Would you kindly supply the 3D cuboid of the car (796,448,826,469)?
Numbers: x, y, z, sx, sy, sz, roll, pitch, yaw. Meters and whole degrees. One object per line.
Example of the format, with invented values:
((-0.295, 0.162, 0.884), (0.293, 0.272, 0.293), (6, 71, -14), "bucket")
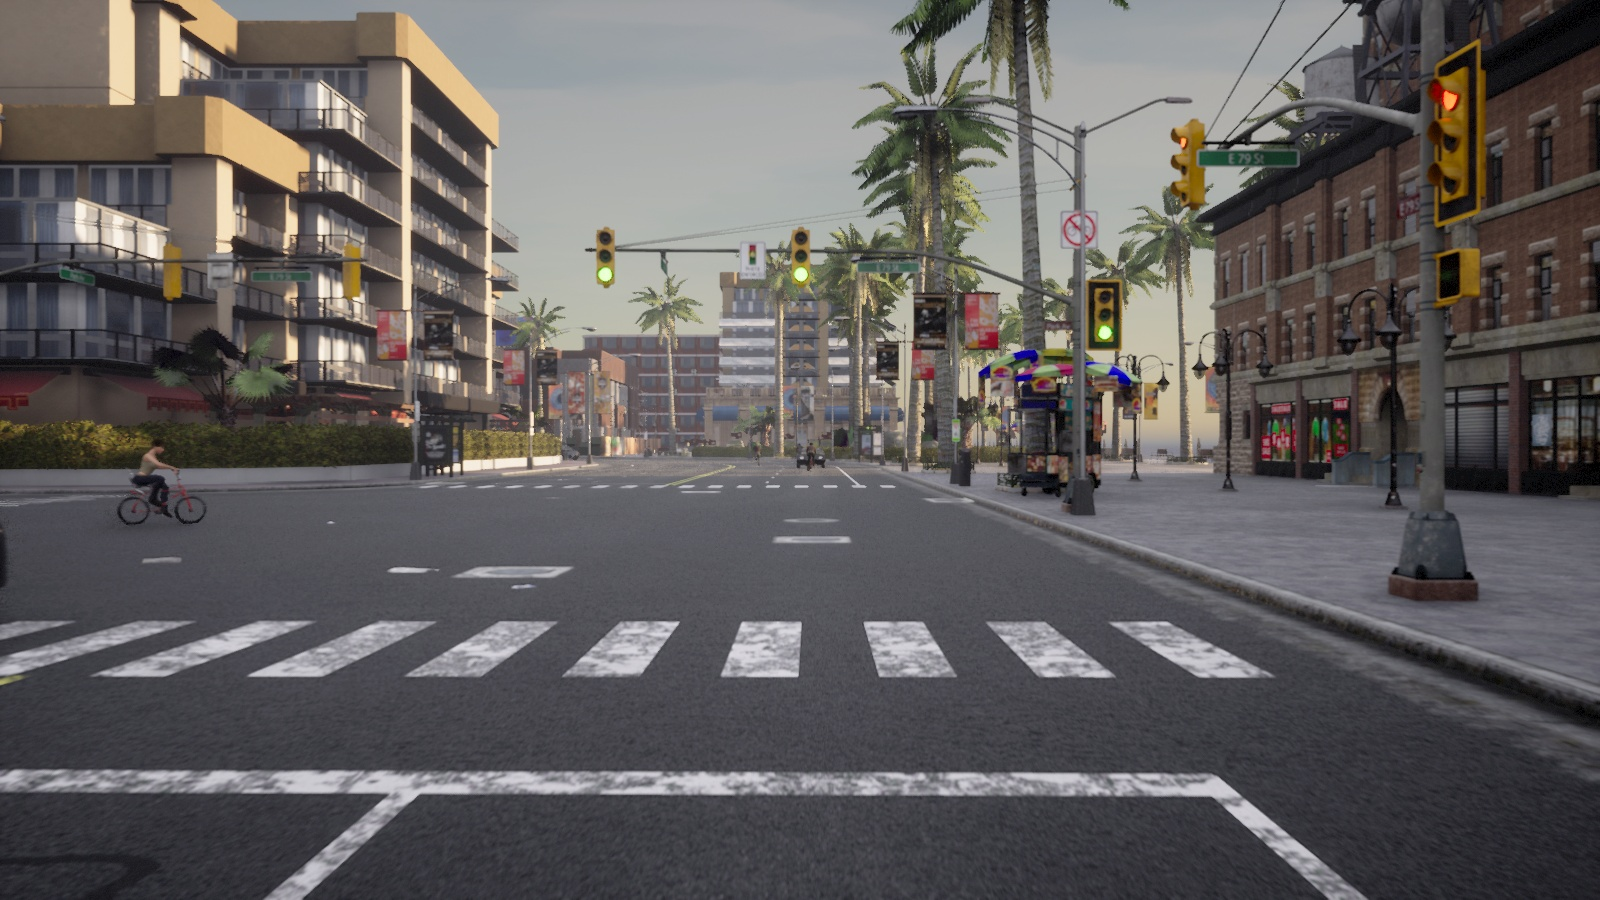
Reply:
((0.689, 0.515, 81.308), (1.895, 1.301, 4.718), (0, 0, 0), "car")

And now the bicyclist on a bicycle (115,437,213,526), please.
((-11.796, 0.578, 23.347), (1.509, 1.612, 0.866), (0, -1, -19), "bicyclist on a bicycle")

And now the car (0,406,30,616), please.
((-7.001, 0.488, 7.753), (2.152, 1.651, 5.027), (0, 0, -10), "car")
